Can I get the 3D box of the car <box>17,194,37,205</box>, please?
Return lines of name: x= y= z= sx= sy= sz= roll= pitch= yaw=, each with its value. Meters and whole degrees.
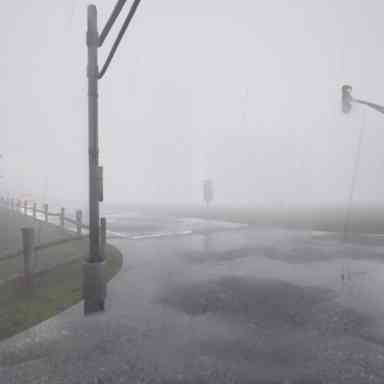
car: x=-24.683 y=1.040 z=49.675 sx=2.097 sy=1.767 sz=4.553 roll=-1 pitch=1 yaw=-35
